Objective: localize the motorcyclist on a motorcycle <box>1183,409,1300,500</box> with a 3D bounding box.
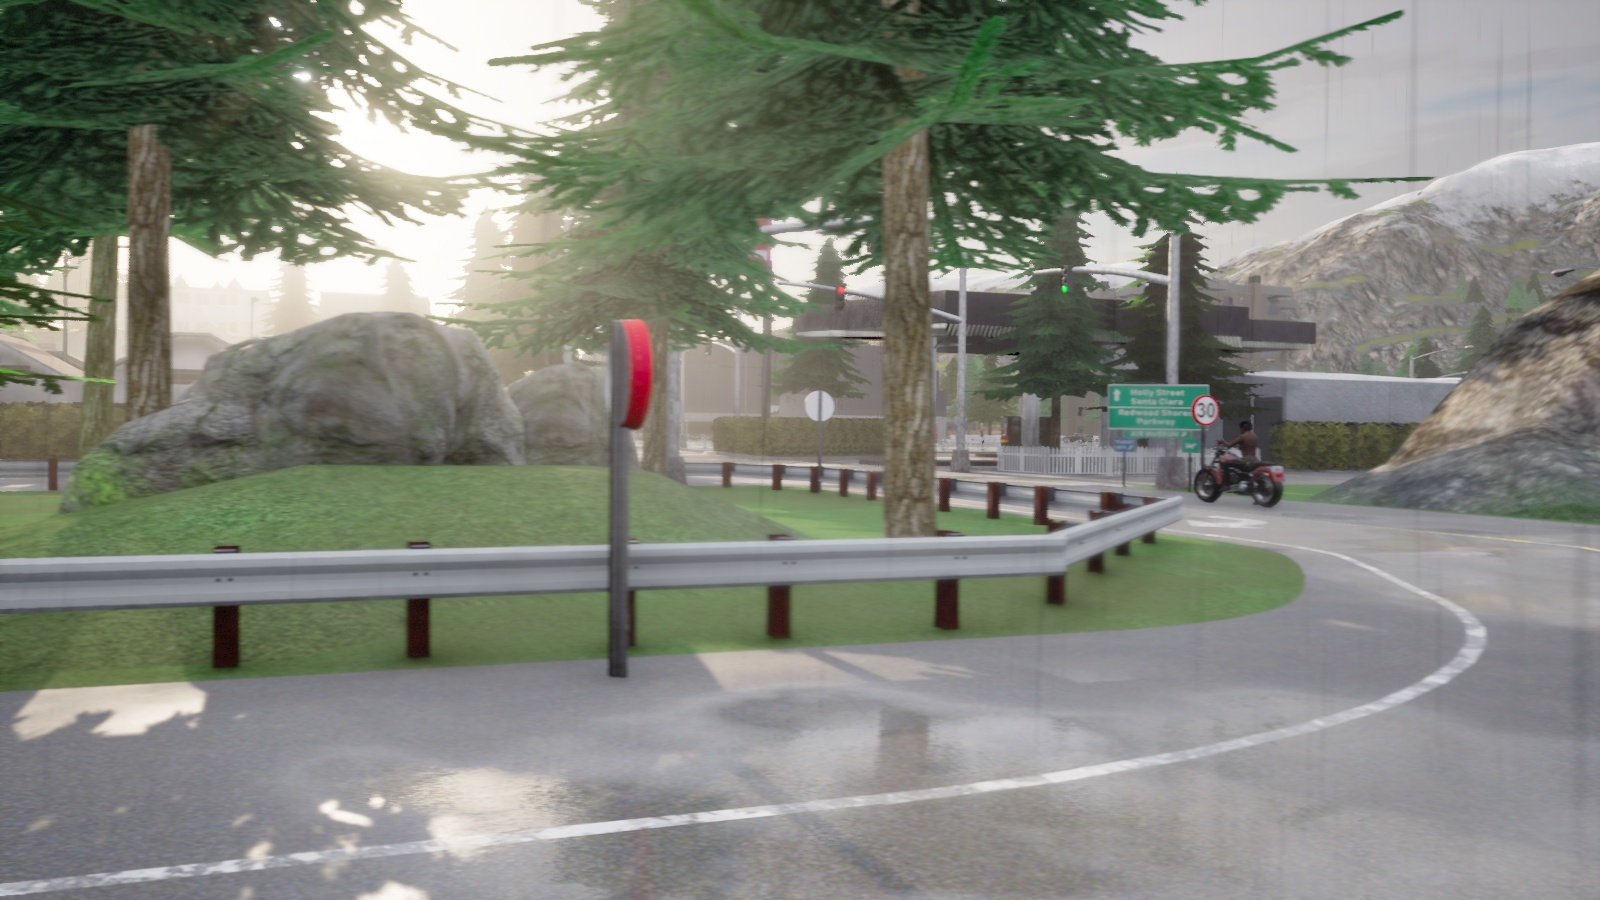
[{"bbox_3d":[8.377,0.072,23.958,0.766,1.649,2.350,-1,1,-21],"label":"motorcyclist on a motorcycle"}]
